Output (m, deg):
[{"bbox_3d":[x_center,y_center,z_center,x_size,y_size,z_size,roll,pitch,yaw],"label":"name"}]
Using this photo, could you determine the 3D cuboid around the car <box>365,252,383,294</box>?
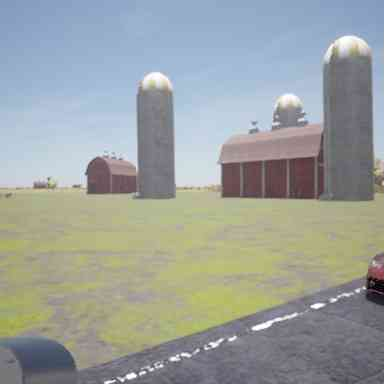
[{"bbox_3d":[5.601,1.482,7.250,4.181,1.385,1.994,-1,0,-37],"label":"car"}]

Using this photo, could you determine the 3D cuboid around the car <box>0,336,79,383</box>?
[{"bbox_3d":[-2.803,1.553,1.026,4.892,1.490,1.837,0,0,-36],"label":"car"}]
